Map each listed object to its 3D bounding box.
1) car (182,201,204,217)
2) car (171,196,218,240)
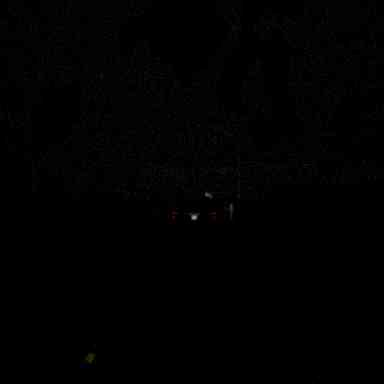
[{"bbox_3d":[0.096,1.564,31.729,1.895,1.301,4.718,0,0,0],"label":"car"},{"bbox_3d":[0.098,1.201,17.128,2.150,2.045,5.566,0,0,0],"label":"car"}]
